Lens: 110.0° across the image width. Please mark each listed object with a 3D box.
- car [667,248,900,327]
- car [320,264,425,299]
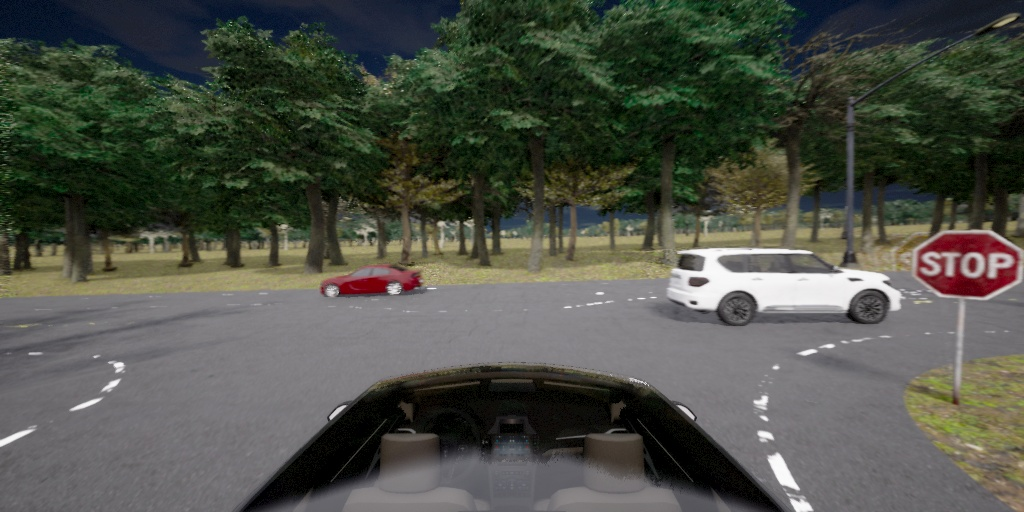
[{"bbox_3d":[7.449,0.772,10.282,5.566,2.045,2.150,-1,2,3],"label":"car"},{"bbox_3d":[-6.960,1.192,17.968,5.008,1.535,1.882,-3,2,3],"label":"car"}]
